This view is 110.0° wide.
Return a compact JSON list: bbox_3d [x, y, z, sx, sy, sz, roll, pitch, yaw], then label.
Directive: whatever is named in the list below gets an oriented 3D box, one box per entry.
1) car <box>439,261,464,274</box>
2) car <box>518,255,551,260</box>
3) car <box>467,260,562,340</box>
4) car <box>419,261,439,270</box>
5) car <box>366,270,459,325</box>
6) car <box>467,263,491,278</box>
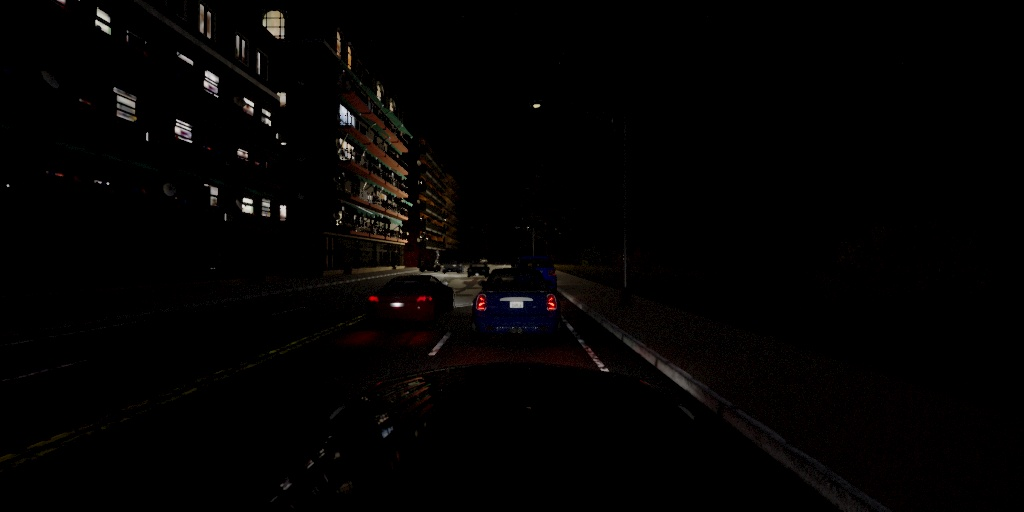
[{"bbox_3d":[-6.584,1.277,40.210,1.812,1.442,4.674,0,0,0],"label":"car"},{"bbox_3d":[1.144,0.977,19.674,2.150,2.045,5.566,0,0,0],"label":"car"},{"bbox_3d":[0.101,1.103,10.100,2.097,1.767,4.553,0,0,0],"label":"car"},{"bbox_3d":[-9.831,1.298,43.646,2.033,1.411,5.357,0,0,0],"label":"car"},{"bbox_3d":[-3.148,1.315,11.820,1.994,1.385,4.181,0,0,0],"label":"car"},{"bbox_3d":[-3.135,1.353,34.577,1.895,1.301,4.718,0,0,0],"label":"car"}]
